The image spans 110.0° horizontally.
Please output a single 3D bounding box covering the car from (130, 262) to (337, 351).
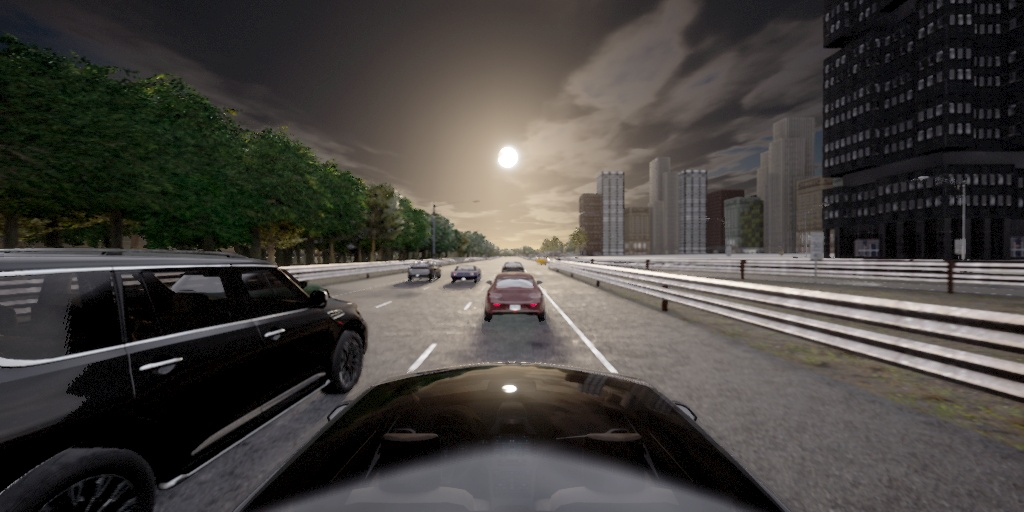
[{"bbox_3d":[-6.905,1.098,9.746,2.097,1.767,4.553,0,0,0],"label":"car"}]

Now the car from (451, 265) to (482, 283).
[{"bbox_3d":[-3.412,1.322,27.570,1.895,1.301,4.718,0,0,0],"label":"car"}]

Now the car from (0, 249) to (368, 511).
[{"bbox_3d":[-3.403,0.971,3.463,2.150,2.045,5.566,0,0,0],"label":"car"}]

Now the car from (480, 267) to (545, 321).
[{"bbox_3d":[0.083,1.270,12.328,1.812,1.442,4.674,0,0,0],"label":"car"}]

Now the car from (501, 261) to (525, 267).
[{"bbox_3d":[0.088,1.193,30.368,1.882,1.535,5.008,0,0,0],"label":"car"}]

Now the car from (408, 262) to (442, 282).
[{"bbox_3d":[-6.911,1.210,28.715,2.128,1.511,4.902,0,0,0],"label":"car"}]
